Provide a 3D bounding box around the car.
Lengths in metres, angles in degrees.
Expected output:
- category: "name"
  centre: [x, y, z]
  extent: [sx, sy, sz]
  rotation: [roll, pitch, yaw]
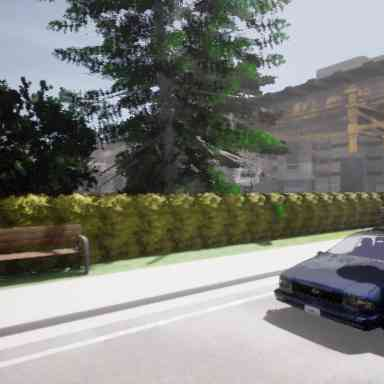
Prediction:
- category: "car"
  centre: [4.118, 1.521, 6.908]
  extent: [5.357, 1.411, 2.033]
  rotation: [0, 0, -35]
